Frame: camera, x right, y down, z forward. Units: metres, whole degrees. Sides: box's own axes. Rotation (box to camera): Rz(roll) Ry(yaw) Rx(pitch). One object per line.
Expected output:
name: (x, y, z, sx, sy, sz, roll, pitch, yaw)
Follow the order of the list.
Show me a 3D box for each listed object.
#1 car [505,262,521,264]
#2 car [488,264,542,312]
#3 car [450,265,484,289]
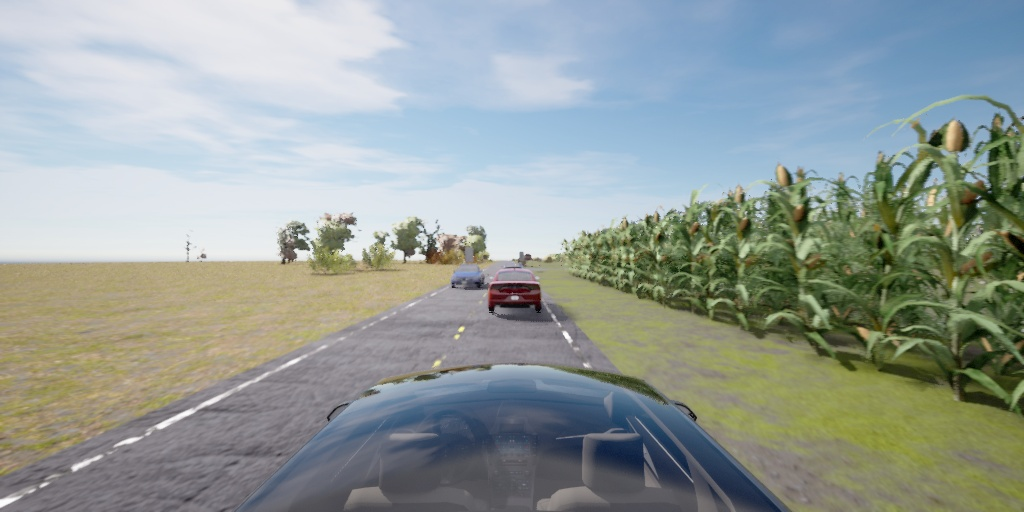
car: (0.092, 1.277, 30.339, 2.128, 1.511, 4.902, 0, 0, 0)
car: (0.096, 1.239, 14.245, 1.882, 1.535, 5.008, 0, 0, 0)
car: (-2.844, 1.300, 23.657, 1.812, 1.442, 4.674, 0, 0, 0)
